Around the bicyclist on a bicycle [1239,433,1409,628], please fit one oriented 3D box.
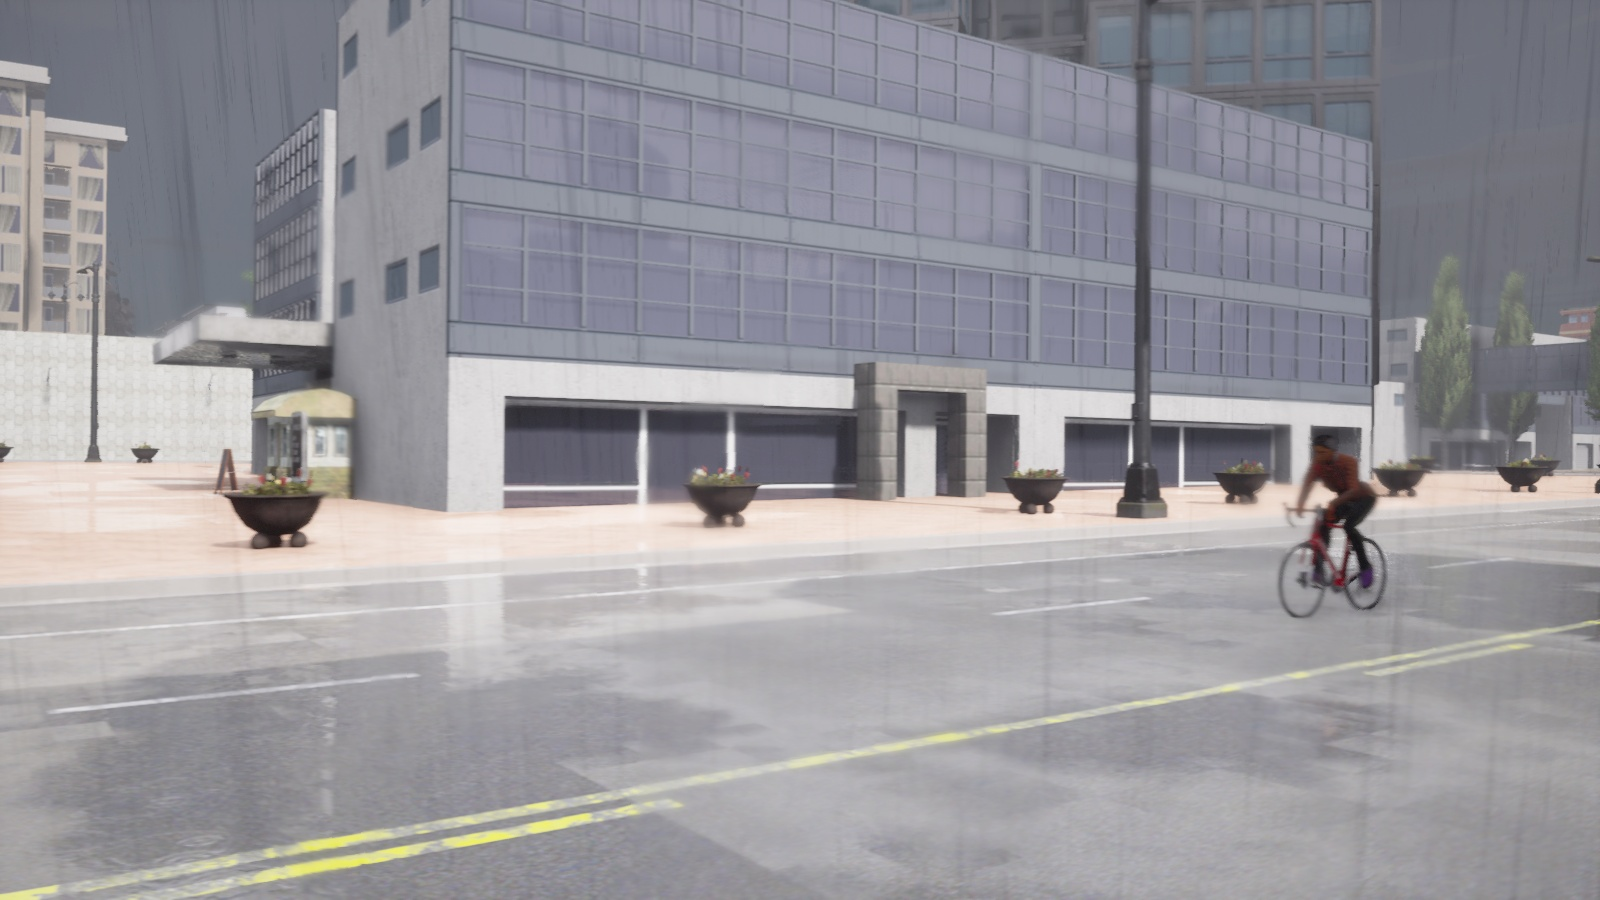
[{"bbox_3d":[4.680,0.664,11.180,1.656,1.620,0.582,-1,0,-35],"label":"bicyclist on a bicycle"}]
